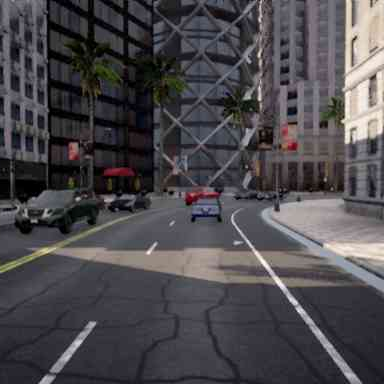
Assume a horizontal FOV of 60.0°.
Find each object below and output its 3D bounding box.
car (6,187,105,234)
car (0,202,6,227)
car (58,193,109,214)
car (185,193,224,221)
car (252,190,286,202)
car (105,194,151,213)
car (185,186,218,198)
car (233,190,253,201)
[{"bbox_3d":[-6.458,0.806,16.723,2.150,2.045,5.566,0,1,4],"label":"car"},{"bbox_3d":[-9.973,1.199,16.219,1.895,1.301,4.718,0,1,3],"label":"car"},{"bbox_3d":[-8.695,0.854,27.141,1.812,1.442,4.674,0,1,12],"label":"car"},{"bbox_3d":[1.051,1.011,21.567,2.033,1.411,5.357,0,1,6],"label":"car"},{"bbox_3d":[10.242,0.487,42.749,2.033,1.411,5.357,1,2,39],"label":"car"},{"bbox_3d":[-5.053,0.861,27.672,2.033,1.411,5.357,0,1,14],"label":"car"},{"bbox_3d":[1.149,0.361,34.787,2.150,2.045,5.566,1,2,24],"label":"car"},{"bbox_3d":[7.809,0.420,45.494,2.033,1.411,5.357,1,2,42],"label":"car"}]
